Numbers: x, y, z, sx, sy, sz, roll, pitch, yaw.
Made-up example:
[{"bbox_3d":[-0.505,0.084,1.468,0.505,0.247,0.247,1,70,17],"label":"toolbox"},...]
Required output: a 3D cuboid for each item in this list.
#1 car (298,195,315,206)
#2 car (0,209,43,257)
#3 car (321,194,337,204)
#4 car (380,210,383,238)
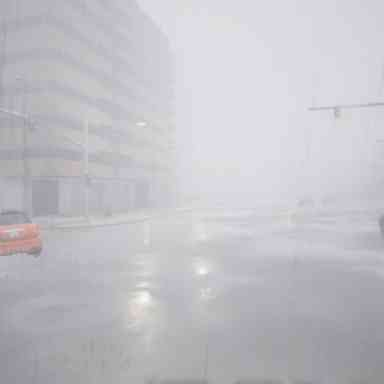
[{"bbox_3d":[15.156,1.101,44.200,1.812,1.442,4.674,-1,0,18],"label":"car"},{"bbox_3d":[-7.413,1.415,12.034,4.553,1.767,2.097,-1,0,38],"label":"car"},{"bbox_3d":[20.155,1.004,48.817,1.812,1.442,4.674,-1,0,17],"label":"car"},{"bbox_3d":[8.855,1.030,12.565,2.150,2.045,5.566,-1,0,17],"label":"car"}]
